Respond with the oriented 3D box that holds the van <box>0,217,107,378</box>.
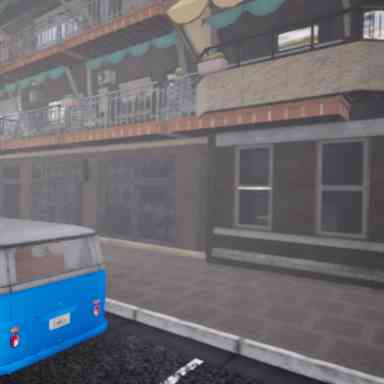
[{"bbox_3d":[-3.090,1.303,5.065,3.998,1.788,1.690,1,1,36],"label":"van"}]
